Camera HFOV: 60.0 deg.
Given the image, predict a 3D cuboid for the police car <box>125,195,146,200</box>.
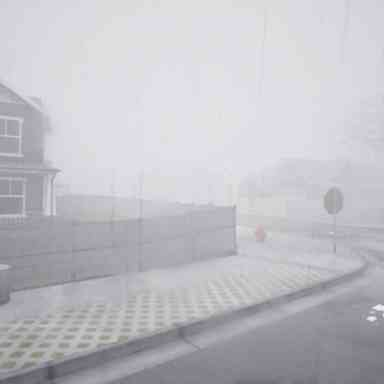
[{"bbox_3d":[-7.987,1.188,46.883,1.930,1.638,5.238,1,0,-42],"label":"police car"}]
